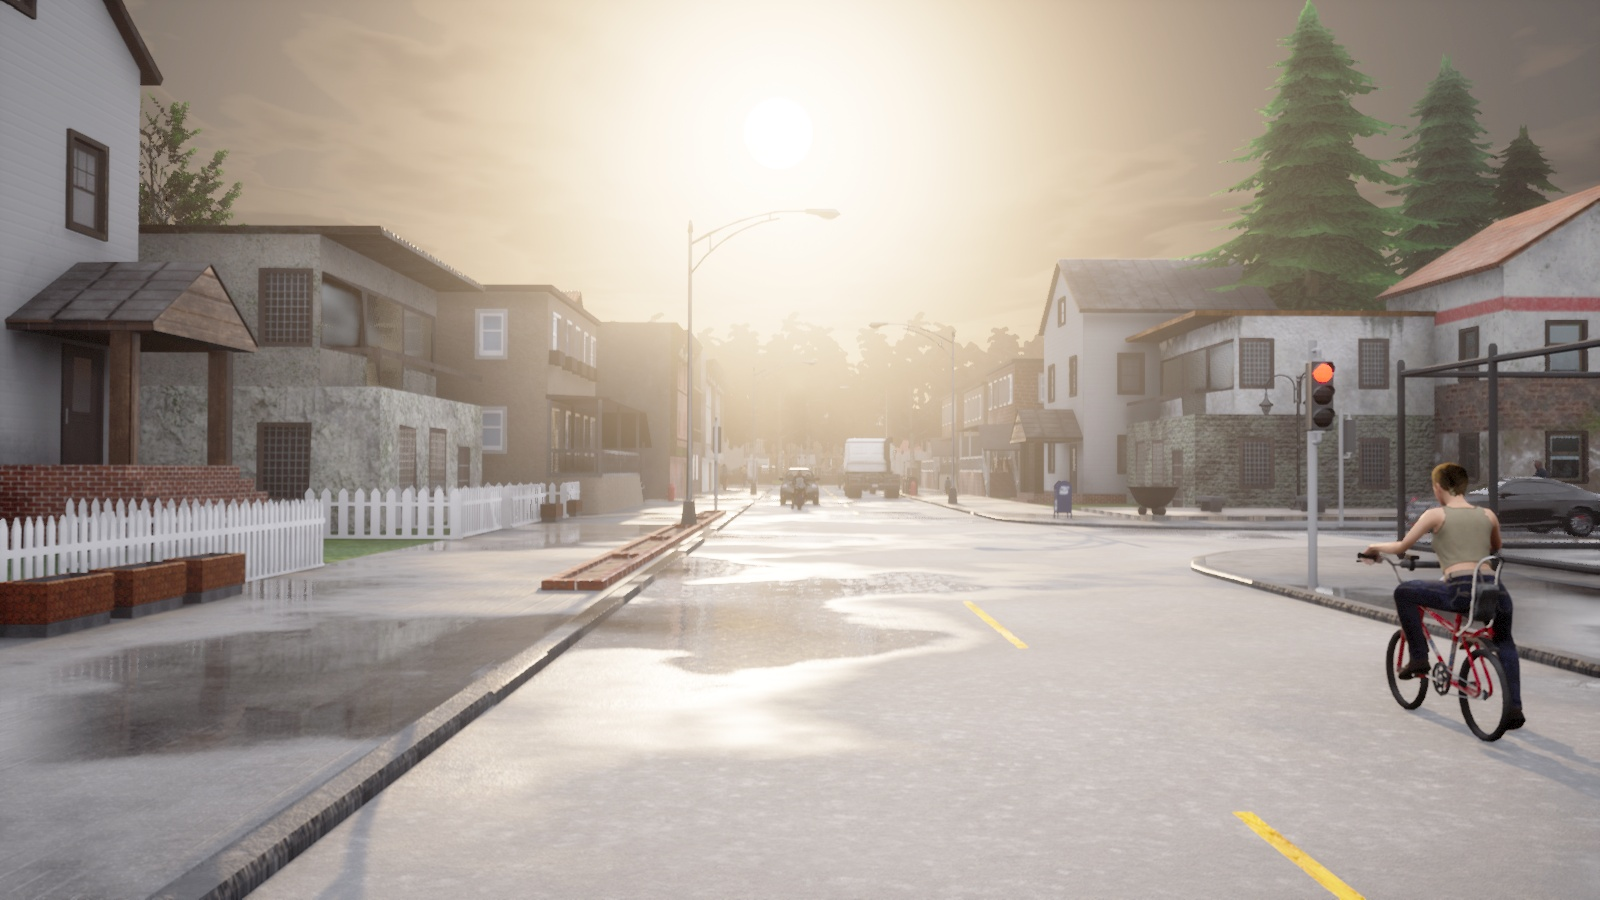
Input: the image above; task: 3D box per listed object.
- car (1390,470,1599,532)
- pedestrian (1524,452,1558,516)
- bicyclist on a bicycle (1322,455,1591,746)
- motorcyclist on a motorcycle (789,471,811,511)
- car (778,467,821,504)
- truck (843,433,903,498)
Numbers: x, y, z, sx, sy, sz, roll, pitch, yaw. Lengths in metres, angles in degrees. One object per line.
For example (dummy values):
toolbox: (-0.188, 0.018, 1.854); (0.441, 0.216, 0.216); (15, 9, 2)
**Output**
car: (17.316, 1.234, 30.940); (4.674, 1.442, 1.812); (0, -1, 0)
pedestrian: (21.261, 0.979, 36.048); (0.726, 1.842, 0.402); (0, -1, 6)
bicyclist on a bicycle: (3.965, 0.849, 7.744); (0.866, 1.612, 1.509); (0, -1, 1)
motorcyclist on a motorcycle: (-0.004, 1.585, 49.036); (0.866, 1.530, 2.191); (0, -1, 0)
car: (-0.009, 1.560, 56.433); (1.851, 1.617, 3.988); (0, -1, 0)
truck: (3.985, 0.877, 70.621); (2.891, 3.462, 7.936); (0, -1, 0)
